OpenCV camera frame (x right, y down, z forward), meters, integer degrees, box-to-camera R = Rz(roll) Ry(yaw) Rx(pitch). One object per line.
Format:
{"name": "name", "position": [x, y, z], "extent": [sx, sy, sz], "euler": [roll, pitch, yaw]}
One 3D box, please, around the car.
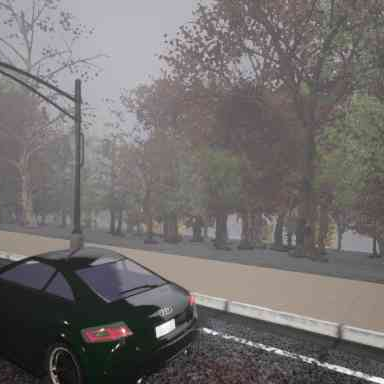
{"name": "car", "position": [-1.938, 1.564, 5.068], "extent": [4.181, 1.385, 1.994], "euler": [0, 0, 36]}
